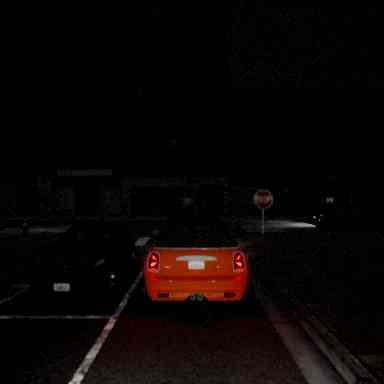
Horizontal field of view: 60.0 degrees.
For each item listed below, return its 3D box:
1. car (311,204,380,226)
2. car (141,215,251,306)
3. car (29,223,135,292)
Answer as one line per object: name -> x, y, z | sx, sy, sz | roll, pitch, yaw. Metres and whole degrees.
car -> 10.317, 1.525, 22.499 | 4.181, 1.385, 1.994 | 0, 0, 0
car -> 0.065, 1.349, 8.177 | 2.097, 1.767, 4.553 | 0, 0, 0
car -> -2.653, 1.563, 8.934 | 1.947, 1.339, 4.313 | 0, 0, 0
